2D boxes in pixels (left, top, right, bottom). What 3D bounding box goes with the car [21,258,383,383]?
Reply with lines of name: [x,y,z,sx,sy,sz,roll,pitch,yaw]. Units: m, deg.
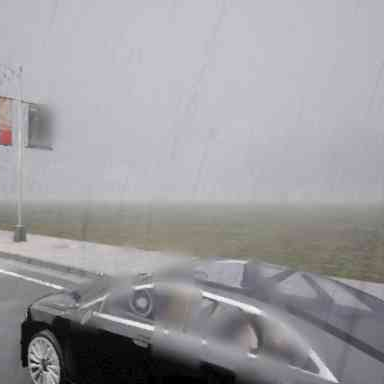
car: [0.107,1.488,3.488,4.902,1.511,2.128,0,0,36]
